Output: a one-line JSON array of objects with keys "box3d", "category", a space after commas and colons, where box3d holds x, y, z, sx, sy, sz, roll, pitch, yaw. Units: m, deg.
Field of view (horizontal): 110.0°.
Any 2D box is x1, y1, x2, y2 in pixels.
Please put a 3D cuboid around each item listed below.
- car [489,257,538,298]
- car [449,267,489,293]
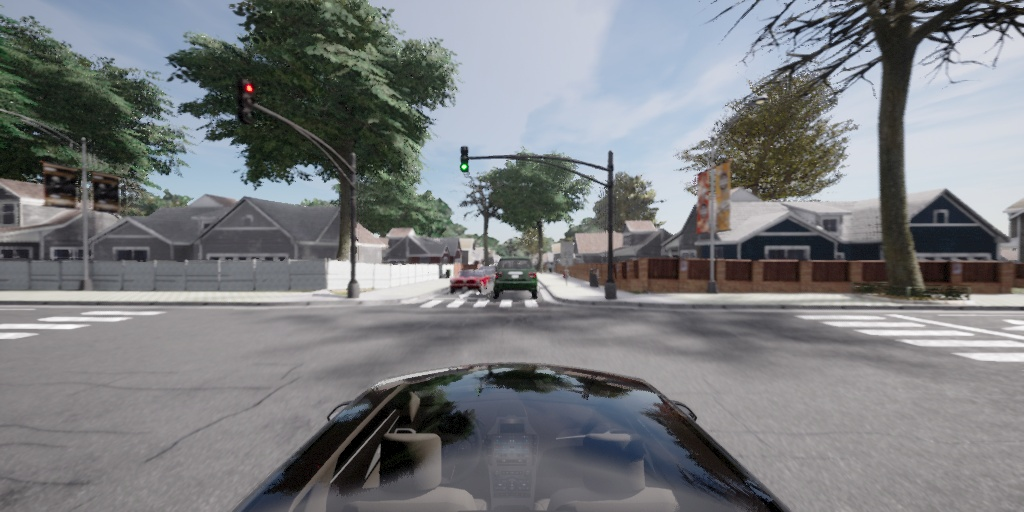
[{"box3d": [0.204, 1.087, 19.237, 2.150, 2.045, 5.566, 0, -1, 1], "category": "car"}, {"box3d": [-2.542, 1.526, 22.111, 1.895, 1.301, 4.718, 0, -1, 2], "category": "car"}]
